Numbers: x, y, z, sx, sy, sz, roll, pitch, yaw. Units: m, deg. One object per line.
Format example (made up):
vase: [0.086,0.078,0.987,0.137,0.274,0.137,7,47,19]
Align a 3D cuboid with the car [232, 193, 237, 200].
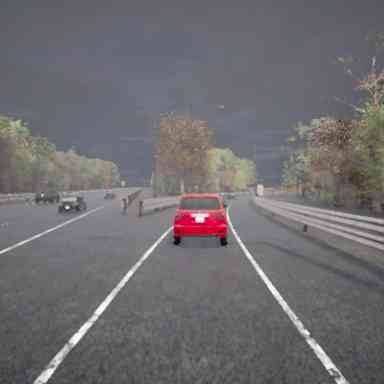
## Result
car: [8.986,0.968,74.882,1.812,1.442,4.674,0,0,14]

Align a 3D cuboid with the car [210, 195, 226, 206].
car: [3.847,1.220,48.418,1.994,1.385,4.181,0,0,9]

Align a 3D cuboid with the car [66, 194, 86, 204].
car: [-17.179,0.969,49.535,1.895,1.301,4.718,0,1,-8]

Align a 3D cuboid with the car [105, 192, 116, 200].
car: [-15.791,0.686,64.679,1.837,1.490,4.892,0,1,-8]

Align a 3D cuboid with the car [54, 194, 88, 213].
car: [-10.967,1.127,30.656,1.812,1.442,4.674,0,1,-8]

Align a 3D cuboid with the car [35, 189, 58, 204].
car: [-20.363,0.618,47.060,2.150,2.045,5.566,0,1,-8]

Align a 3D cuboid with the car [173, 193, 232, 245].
car: [0.427,1.104,15.044,2.150,2.045,5.566,0,0,3]
